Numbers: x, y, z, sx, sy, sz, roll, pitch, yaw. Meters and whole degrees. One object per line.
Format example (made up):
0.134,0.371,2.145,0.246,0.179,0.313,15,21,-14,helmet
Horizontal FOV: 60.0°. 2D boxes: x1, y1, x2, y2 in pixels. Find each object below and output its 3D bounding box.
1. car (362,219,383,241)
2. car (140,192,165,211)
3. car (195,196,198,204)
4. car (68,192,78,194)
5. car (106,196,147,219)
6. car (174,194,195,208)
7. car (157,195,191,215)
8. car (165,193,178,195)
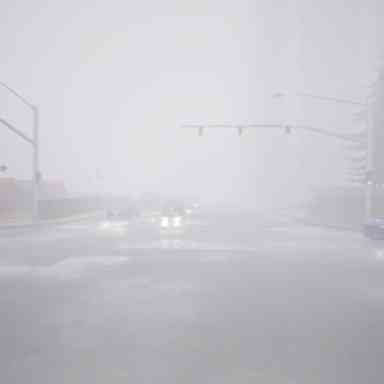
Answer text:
10.104,1.484,14.440,5.008,1.535,1.882,1,0,4,car
-4.762,1.019,37.152,2.150,2.045,5.566,0,0,3,car
-0.023,1.255,55.233,1.812,1.442,4.674,0,0,4,car
-24.626,0.801,65.992,4.605,1.855,1.932,0,0,4,car
-5.440,1.335,26.887,2.128,1.511,4.902,0,0,4,car
-0.984,1.317,41.319,1.812,1.442,4.674,0,0,4,car
-1.627,1.327,31.486,2.128,1.511,4.902,0,0,4,car
-3.890,1.094,50.256,2.097,1.767,4.553,0,0,4,car
